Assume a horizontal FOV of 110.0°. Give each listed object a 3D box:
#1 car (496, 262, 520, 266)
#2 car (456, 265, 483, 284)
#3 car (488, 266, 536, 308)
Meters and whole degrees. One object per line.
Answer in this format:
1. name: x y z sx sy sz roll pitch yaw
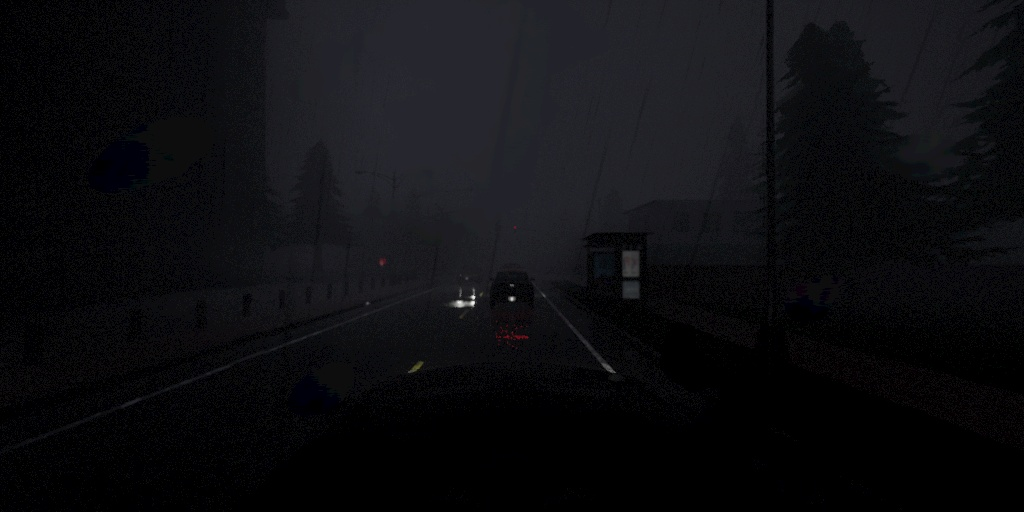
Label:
1. car: 0.015 1.378 30.940 2.097 1.767 4.553 0 -1 0
2. car: -3.502 1.515 30.314 2.128 1.511 4.902 0 -1 0
3. car: 0.004 1.395 16.160 1.837 1.490 4.892 0 0 0
